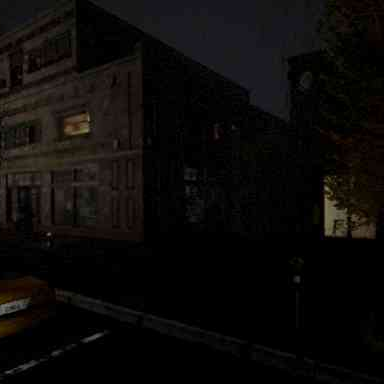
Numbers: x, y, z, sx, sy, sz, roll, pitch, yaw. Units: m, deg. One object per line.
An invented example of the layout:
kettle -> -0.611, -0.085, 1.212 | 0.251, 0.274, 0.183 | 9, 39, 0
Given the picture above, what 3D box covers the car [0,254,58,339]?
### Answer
car -> -4.383, 1.600, 6.011 | 4.829, 1.417, 1.752 | -1, -1, 36
